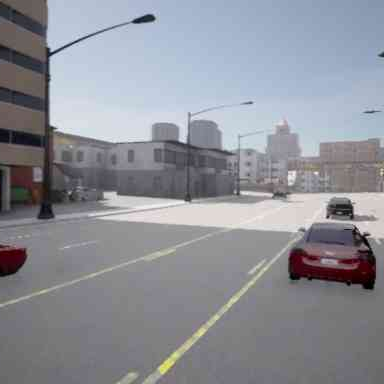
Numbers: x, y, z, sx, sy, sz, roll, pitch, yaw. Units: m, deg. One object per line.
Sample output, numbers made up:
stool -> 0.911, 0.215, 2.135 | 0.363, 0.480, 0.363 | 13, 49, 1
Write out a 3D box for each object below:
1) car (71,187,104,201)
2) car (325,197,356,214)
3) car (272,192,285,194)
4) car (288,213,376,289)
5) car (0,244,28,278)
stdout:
car -> -11.775, 0.151, 37.595 | 1.970, 1.475, 3.806 | 1, 2, 25
car -> 11.321, 1.151, 25.436 | 1.837, 1.490, 4.892 | 1, 2, 25
car -> 11.651, 0.230, 43.167 | 1.895, 1.301, 4.718 | 1, 2, 25
car -> 3.962, 1.541, 9.386 | 1.994, 1.385, 4.181 | 1, 1, 25
car -> -5.554, 1.435, 5.898 | 1.895, 1.301, 4.718 | 1, 1, 25
